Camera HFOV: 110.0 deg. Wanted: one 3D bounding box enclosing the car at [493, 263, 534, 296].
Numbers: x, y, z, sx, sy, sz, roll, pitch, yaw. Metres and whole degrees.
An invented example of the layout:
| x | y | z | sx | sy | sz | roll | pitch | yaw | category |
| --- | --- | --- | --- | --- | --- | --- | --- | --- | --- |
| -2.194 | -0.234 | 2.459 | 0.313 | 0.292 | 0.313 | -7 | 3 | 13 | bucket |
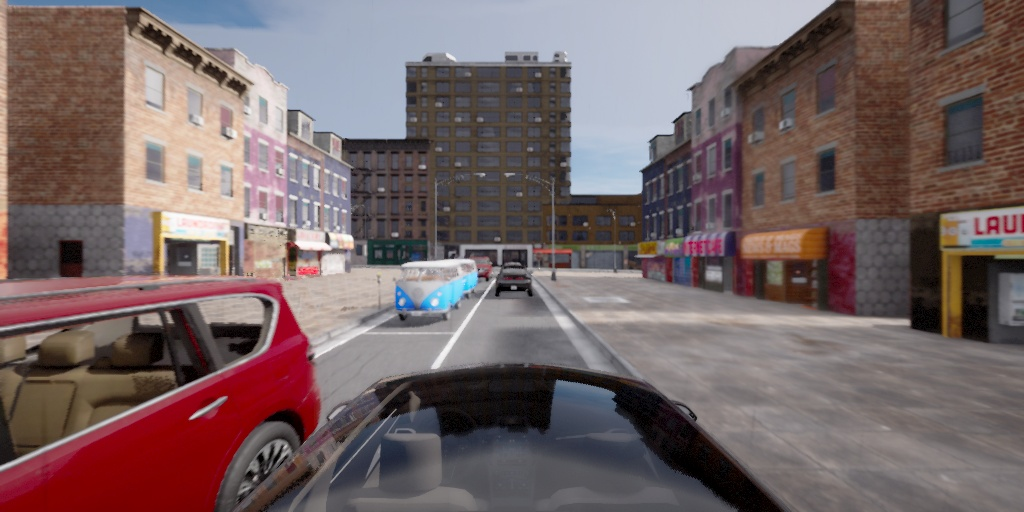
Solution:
| x | y | z | sx | sy | sz | roll | pitch | yaw | category |
| --- | --- | --- | --- | --- | --- | --- | --- | --- | --- |
| 0.092 | 1.206 | 19.065 | 1.837 | 1.490 | 4.892 | 0 | 1 | 0 | car |

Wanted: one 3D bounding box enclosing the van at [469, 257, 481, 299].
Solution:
| x | y | z | sx | sy | sz | roll | pitch | yaw | category |
| --- | --- | --- | --- | --- | --- | --- | --- | --- | --- |
| -2.640 | 1.045 | 17.465 | 1.690 | 1.789 | 3.998 | 0 | 0 | 0 | van |

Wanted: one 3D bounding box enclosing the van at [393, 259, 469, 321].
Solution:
| x | y | z | sx | sy | sz | roll | pitch | yaw | category |
| --- | --- | --- | --- | --- | --- | --- | --- | --- | --- |
| -2.639 | 1.062 | 12.021 | 1.690 | 1.789 | 3.998 | 0 | 0 | 0 | van |

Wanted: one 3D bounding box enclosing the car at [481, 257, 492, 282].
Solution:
| x | y | z | sx | sy | sz | roll | pitch | yaw | category |
| --- | --- | --- | --- | --- | --- | --- | --- | --- | --- |
| -2.642 | 0.984 | 28.354 | 2.192 | 1.841 | 5.009 | 0 | 0 | 0 | car |

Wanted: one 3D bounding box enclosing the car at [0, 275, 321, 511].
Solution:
| x | y | z | sx | sy | sz | roll | pitch | yaw | category |
| --- | --- | --- | --- | --- | --- | --- | --- | --- | --- |
| -2.638 | 1.066 | 1.132 | 2.192 | 1.841 | 5.009 | 0 | 0 | 0 | car |
